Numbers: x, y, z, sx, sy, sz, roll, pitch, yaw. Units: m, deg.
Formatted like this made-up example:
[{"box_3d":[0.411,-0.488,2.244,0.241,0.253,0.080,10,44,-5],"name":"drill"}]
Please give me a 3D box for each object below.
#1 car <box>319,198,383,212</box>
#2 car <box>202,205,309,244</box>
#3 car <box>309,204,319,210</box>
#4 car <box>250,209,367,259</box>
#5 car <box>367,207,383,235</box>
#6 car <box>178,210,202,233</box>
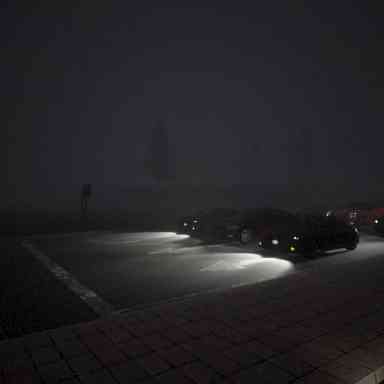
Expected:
[{"box_3d":[10.533,1.352,21.241,4.553,1.767,2.097,0,0,-35],"name":"car"},{"box_3d":[3.147,1.478,16.034,5.008,1.535,1.882,0,0,-35],"name":"car"},{"box_3d":[9.198,1.564,24.567,4.181,1.385,1.994,0,0,-36],"name":"car"},{"box_3d":[4.520,1.564,12.721,4.181,1.385,1.994,0,0,-35],"name":"car"},{"box_3d":[11.673,1.601,17.768,4.718,1.301,1.895,0,0,-35],"name":"car"},{"box_3d":[1.266,1.564,18.989,4.181,1.385,1.994,0,0,-35],"name":"car"}]
